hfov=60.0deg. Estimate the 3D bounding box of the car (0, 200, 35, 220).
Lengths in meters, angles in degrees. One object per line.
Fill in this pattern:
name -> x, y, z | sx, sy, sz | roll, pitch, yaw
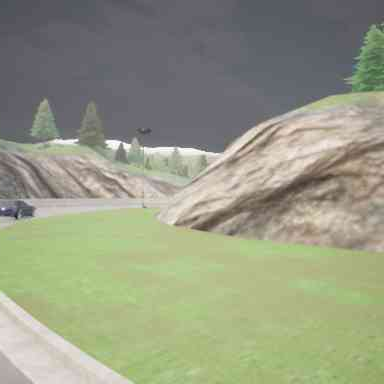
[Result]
car -> -15.963, 1.496, 30.100 | 2.097, 1.767, 4.553 | 0, 0, -4
